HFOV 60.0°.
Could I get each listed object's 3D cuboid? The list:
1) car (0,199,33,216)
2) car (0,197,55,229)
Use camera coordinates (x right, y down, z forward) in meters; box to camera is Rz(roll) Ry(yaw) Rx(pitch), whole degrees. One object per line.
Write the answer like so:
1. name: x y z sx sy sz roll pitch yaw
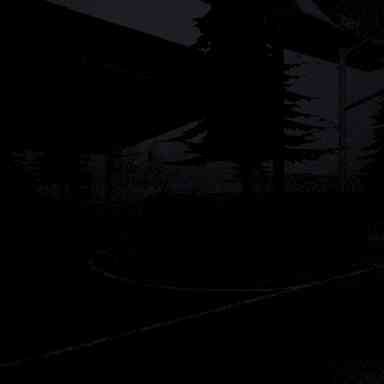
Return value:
1. car: -18.369 1.491 32.327 4.902 1.511 2.128 0 0 -35
2. car: -11.886 1.313 23.526 3.866 1.878 1.905 0 0 -36
